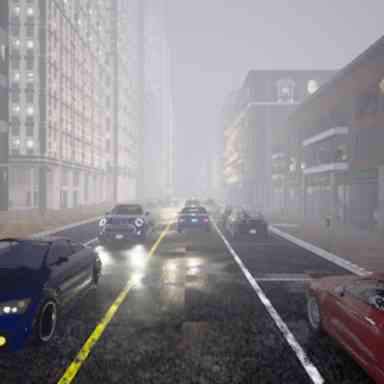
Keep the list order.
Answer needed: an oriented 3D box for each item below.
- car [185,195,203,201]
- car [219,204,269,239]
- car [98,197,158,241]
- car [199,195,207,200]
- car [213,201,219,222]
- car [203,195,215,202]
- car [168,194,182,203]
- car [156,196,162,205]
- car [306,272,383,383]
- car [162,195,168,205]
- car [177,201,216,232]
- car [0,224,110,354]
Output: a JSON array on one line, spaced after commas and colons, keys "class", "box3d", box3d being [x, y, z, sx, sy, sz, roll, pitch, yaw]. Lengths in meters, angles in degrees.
[{"class": "car", "box3d": [0.099, 1.453, 43.627, 1.994, 1.385, 4.181, 0, 0, 0]}, {"class": "car", "box3d": [2.693, 1.506, 16.830, 2.008, 1.369, 4.403, 0, 0, 0]}, {"class": "car", "box3d": [-3.087, 1.308, 16.389, 2.097, 1.767, 4.553, 0, 0, 0]}, {"class": "car", "box3d": [2.700, 1.372, 84.612, 1.947, 1.339, 4.313, 0, 0, 0]}, {"class": "car", "box3d": [2.694, 1.491, 22.478, 2.008, 1.369, 4.403, 0, 0, 0]}, {"class": "car", "box3d": [2.696, 1.455, 50.721, 1.802, 1.307, 4.206, 0, 0, 0]}, {"class": "car", "box3d": [-3.014, 1.369, 64.107, 1.812, 1.442, 4.674, 0, 0, 1]}, {"class": "car", "box3d": [-5.684, 1.436, 45.073, 2.008, 1.369, 4.403, 0, 0, 0]}, {"class": "car", "box3d": [2.742, 1.571, 3.912, 1.802, 1.307, 4.206, 0, 0, 0]}, {"class": "car", "box3d": [-5.684, 1.405, 56.370, 1.887, 1.381, 4.507, 0, 0, 0]}, {"class": "car", "box3d": [0.101, 1.495, 19.526, 2.033, 1.411, 5.357, 0, 0, 0]}, {"class": "car", "box3d": [-3.092, 1.547, 6.141, 1.994, 1.385, 4.181, 0, 0, 0]}]
